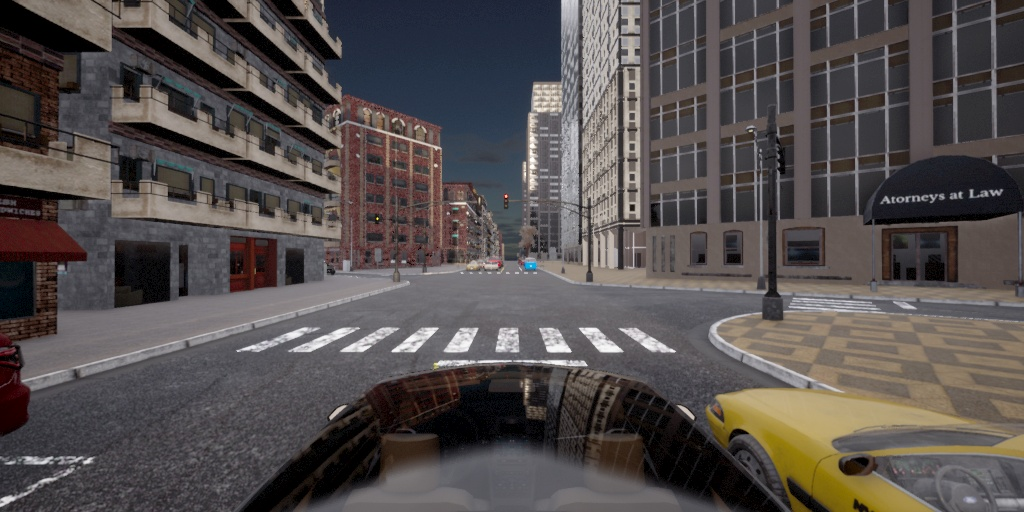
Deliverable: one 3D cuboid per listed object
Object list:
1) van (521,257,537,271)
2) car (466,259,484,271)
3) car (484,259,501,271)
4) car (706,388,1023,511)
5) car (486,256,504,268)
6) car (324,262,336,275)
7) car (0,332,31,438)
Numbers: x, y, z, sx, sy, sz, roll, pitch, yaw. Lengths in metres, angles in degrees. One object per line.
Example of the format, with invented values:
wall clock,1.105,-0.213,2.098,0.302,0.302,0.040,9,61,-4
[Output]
van,2.543,1.135,50.081,1.690,1.789,3.998,0,0,0
car,-5.337,1.320,49.908,1.751,1.417,4.829,0,0,0
car,-2.871,1.395,50.192,1.895,1.301,4.718,0,0,-2
car,2.566,1.275,1.258,1.751,1.417,4.829,0,0,0
car,-2.858,1.037,59.699,2.150,2.045,5.566,0,0,0
car,-22.369,1.455,41.775,4.892,1.490,1.837,-1,-1,41
car,-5.314,1.065,1.078,2.192,1.841,5.009,0,0,0
